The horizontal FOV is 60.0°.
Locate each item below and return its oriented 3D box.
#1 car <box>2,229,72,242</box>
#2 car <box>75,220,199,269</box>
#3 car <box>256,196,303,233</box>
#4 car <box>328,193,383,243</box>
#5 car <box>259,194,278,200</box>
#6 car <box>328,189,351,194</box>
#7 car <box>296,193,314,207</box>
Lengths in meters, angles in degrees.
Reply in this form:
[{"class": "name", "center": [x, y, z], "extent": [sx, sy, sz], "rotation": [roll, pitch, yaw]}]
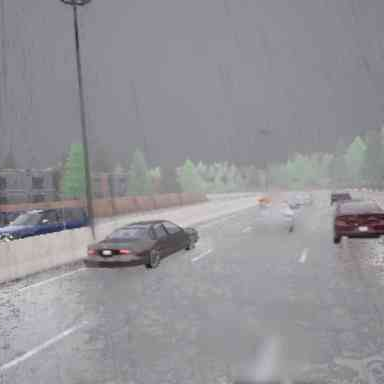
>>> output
[{"class": "car", "center": [-7.413, 1.895, 16.495], "extent": [2.150, 2.045, 5.566], "rotation": [-5, 0, 22]}, {"class": "car", "center": [-1.500, 1.728, 11.937], "extent": [2.033, 1.411, 5.357], "rotation": [-5, 0, 22]}, {"class": "car", "center": [4.596, 1.249, 17.588], "extent": [1.812, 1.442, 4.674], "rotation": [-5, 0, 22]}, {"class": "car", "center": [6.660, 1.015, 13.444], "extent": [1.882, 1.535, 5.008], "rotation": [-5, 0, 22]}, {"class": "car", "center": [8.567, 0.982, 36.451], "extent": [1.882, 1.535, 5.008], "rotation": [-5, 0, 22]}, {"class": "car", "center": [15.014, 0.455, 33.777], "extent": [1.882, 1.535, 5.008], "rotation": [-5, 0, 22]}, {"class": "car", "center": [11.475, 0.788, 34.332], "extent": [1.812, 1.442, 4.674], "rotation": [-5, 0, 22]}]
